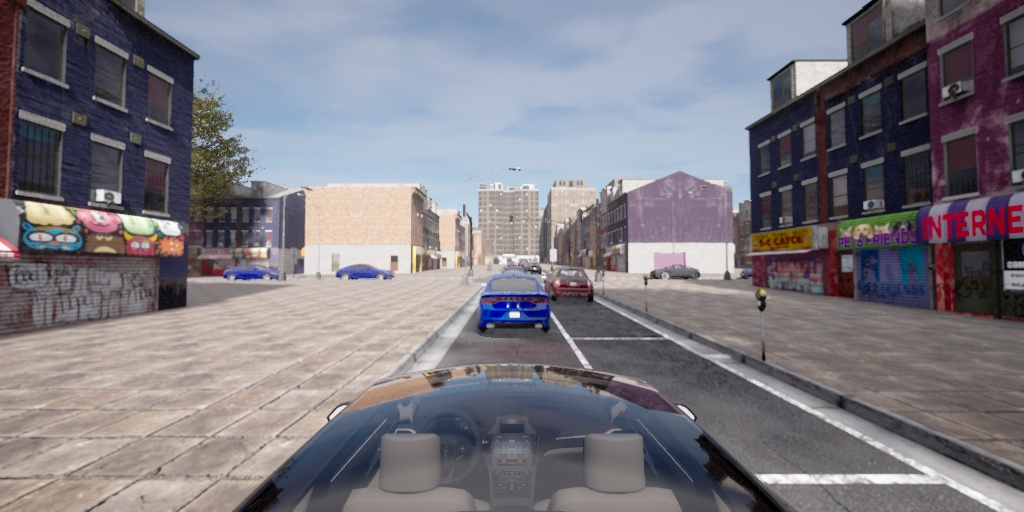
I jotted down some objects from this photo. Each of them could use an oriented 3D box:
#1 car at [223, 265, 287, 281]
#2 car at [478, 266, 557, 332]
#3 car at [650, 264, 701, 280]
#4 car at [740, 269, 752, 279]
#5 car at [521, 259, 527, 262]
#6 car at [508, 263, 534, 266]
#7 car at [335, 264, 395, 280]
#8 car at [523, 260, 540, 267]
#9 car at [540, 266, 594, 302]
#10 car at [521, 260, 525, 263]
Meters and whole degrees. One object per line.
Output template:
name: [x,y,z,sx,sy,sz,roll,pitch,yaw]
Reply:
car: [-21.173,1.426,29.586,4.674,1.442,1.812,-1,-2,1]
car: [0.042,1.257,11.039,1.882,1.535,5.008,0,0,-1]
car: [14.633,1.452,32.277,4.181,1.385,1.994,0,-2,0]
car: [23.088,1.409,32.215,4.674,1.442,1.812,0,-2,0]
car: [2.682,1.576,55.241,1.751,1.417,4.829,0,0,0]
car: [0.063,1.345,21.273,1.812,1.442,4.674,0,0,-2]
car: [-12.031,1.360,29.520,4.674,1.442,1.812,0,-2,0]
car: [2.673,1.522,44.199,1.948,1.339,4.313,0,0,0]
car: [2.650,1.244,17.455,1.967,1.591,4.097,0,0,0]
car: [2.677,1.567,49.635,1.948,1.339,4.313,0,0,0]
